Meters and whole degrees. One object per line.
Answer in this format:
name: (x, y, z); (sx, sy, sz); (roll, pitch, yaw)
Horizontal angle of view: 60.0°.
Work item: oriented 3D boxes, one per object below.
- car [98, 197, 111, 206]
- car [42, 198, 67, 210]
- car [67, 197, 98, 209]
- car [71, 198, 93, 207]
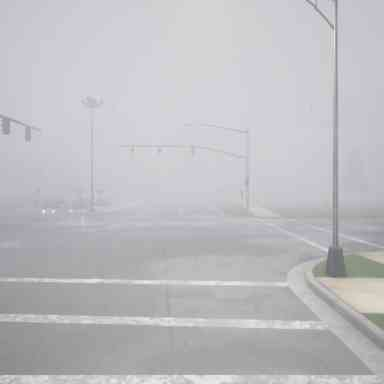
car: (-14.342, 1.569, 53.230); (1.994, 1.385, 4.181); (0, 0, 2)
car: (-18.007, 1.552, 44.395); (2.033, 1.411, 5.357); (0, 0, 1)
car: (-14.506, 1.509, 44.323); (1.837, 1.490, 4.892); (0, 0, 1)
car: (-17.842, 1.606, 53.979); (1.895, 1.301, 4.718); (0, 0, 1)
